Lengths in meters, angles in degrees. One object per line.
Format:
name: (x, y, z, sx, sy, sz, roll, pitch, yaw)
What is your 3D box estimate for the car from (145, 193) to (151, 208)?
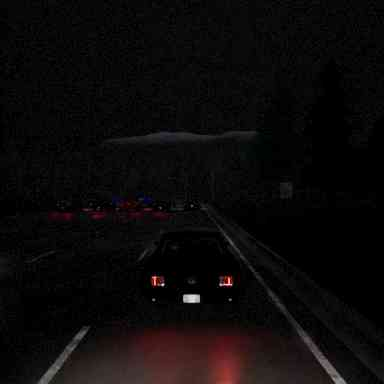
car: (-7.002, 1.221, 48.789, 2.150, 2.045, 5.566, 0, 0, 0)

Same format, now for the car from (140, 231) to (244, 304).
car: (-0.001, 1.601, 8.112, 1.895, 1.301, 4.718, 0, 0, 0)

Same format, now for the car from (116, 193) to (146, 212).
car: (-6.999, 1.352, 38.844, 2.097, 1.767, 4.553, 0, 0, 0)

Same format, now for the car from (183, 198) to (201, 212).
car: (0.006, 1.564, 39.619, 1.994, 1.385, 4.181, 0, 0, 0)

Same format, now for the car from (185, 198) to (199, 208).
car: (0.006, 1.564, 49.539, 1.994, 1.385, 4.181, 0, 0, 0)

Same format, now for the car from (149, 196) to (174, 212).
car: (-3.496, 1.505, 39.158, 1.837, 1.490, 4.892, 0, 0, 0)

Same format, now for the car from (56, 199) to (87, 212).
car: (-14.004, 1.526, 38.189, 1.812, 1.442, 4.674, 0, 0, 0)

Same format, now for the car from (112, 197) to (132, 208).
car: (-10.495, 1.478, 49.938, 1.882, 1.535, 5.008, 0, 0, 0)

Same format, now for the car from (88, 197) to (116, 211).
car: (-10.488, 1.505, 39.914, 1.837, 1.490, 4.892, 0, 0, 0)

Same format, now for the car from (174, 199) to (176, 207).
car: (-3.489, 1.564, 49.546, 1.994, 1.385, 4.181, 0, 0, 0)
